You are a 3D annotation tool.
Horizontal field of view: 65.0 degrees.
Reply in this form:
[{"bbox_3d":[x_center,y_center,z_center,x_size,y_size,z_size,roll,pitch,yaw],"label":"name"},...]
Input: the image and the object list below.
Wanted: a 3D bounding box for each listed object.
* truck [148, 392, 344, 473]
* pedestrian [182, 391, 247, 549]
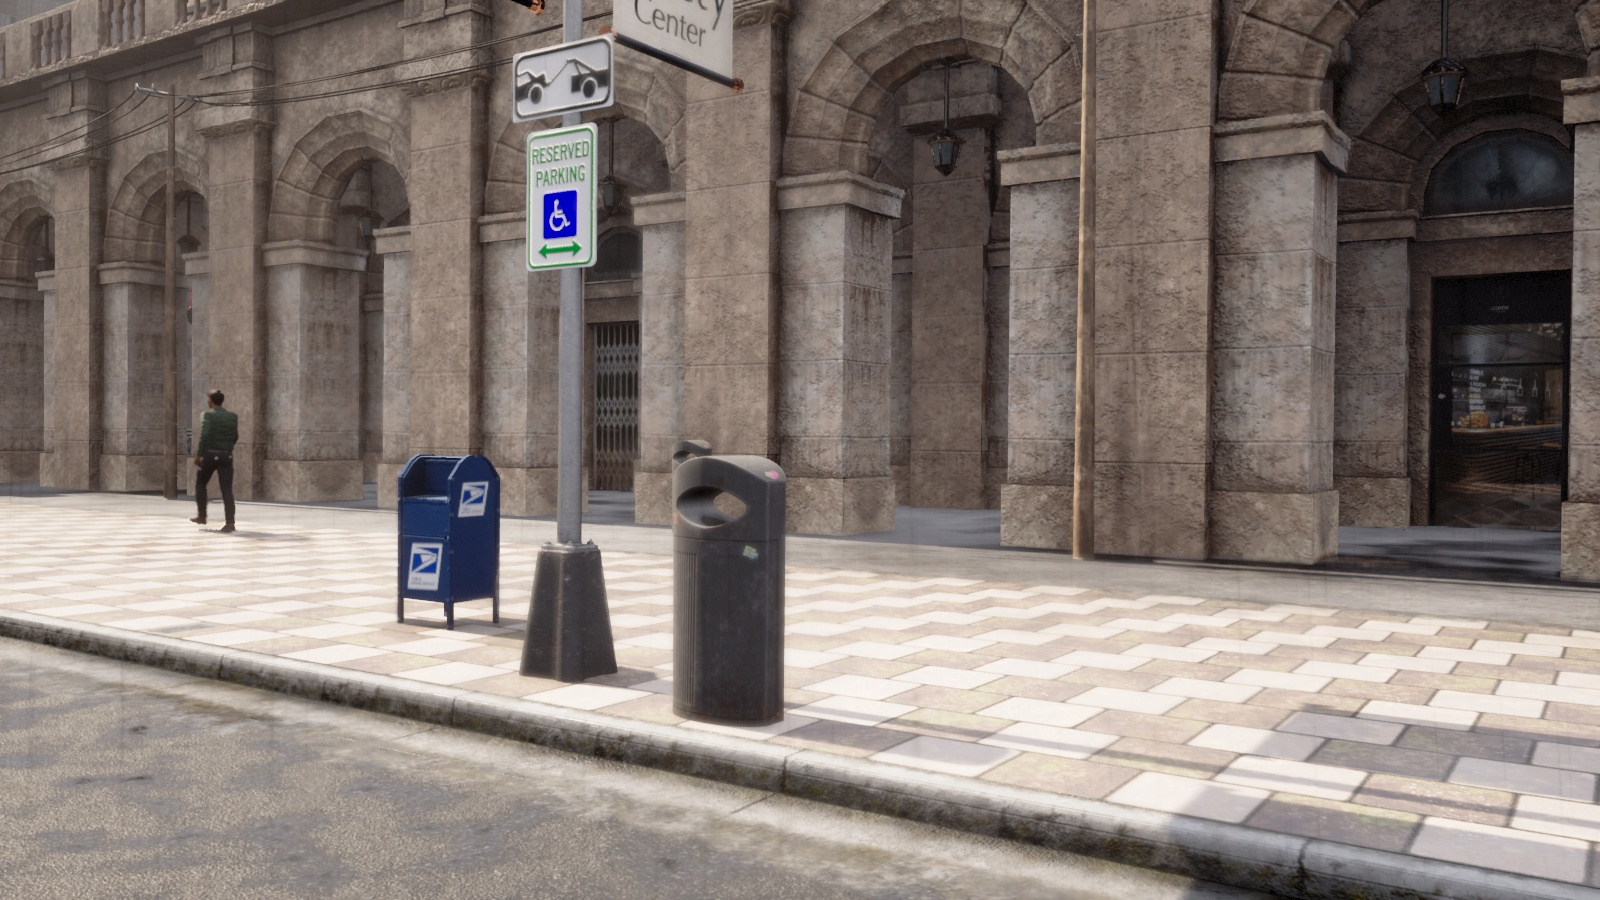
[{"bbox_3d":[-25.417,-0.813,58.023,2.891,3.462,7.936,0,1,34],"label":"truck"},{"bbox_3d":[-7.417,0.238,15.893,0.788,1.949,0.423,0,1,40],"label":"pedestrian"}]
